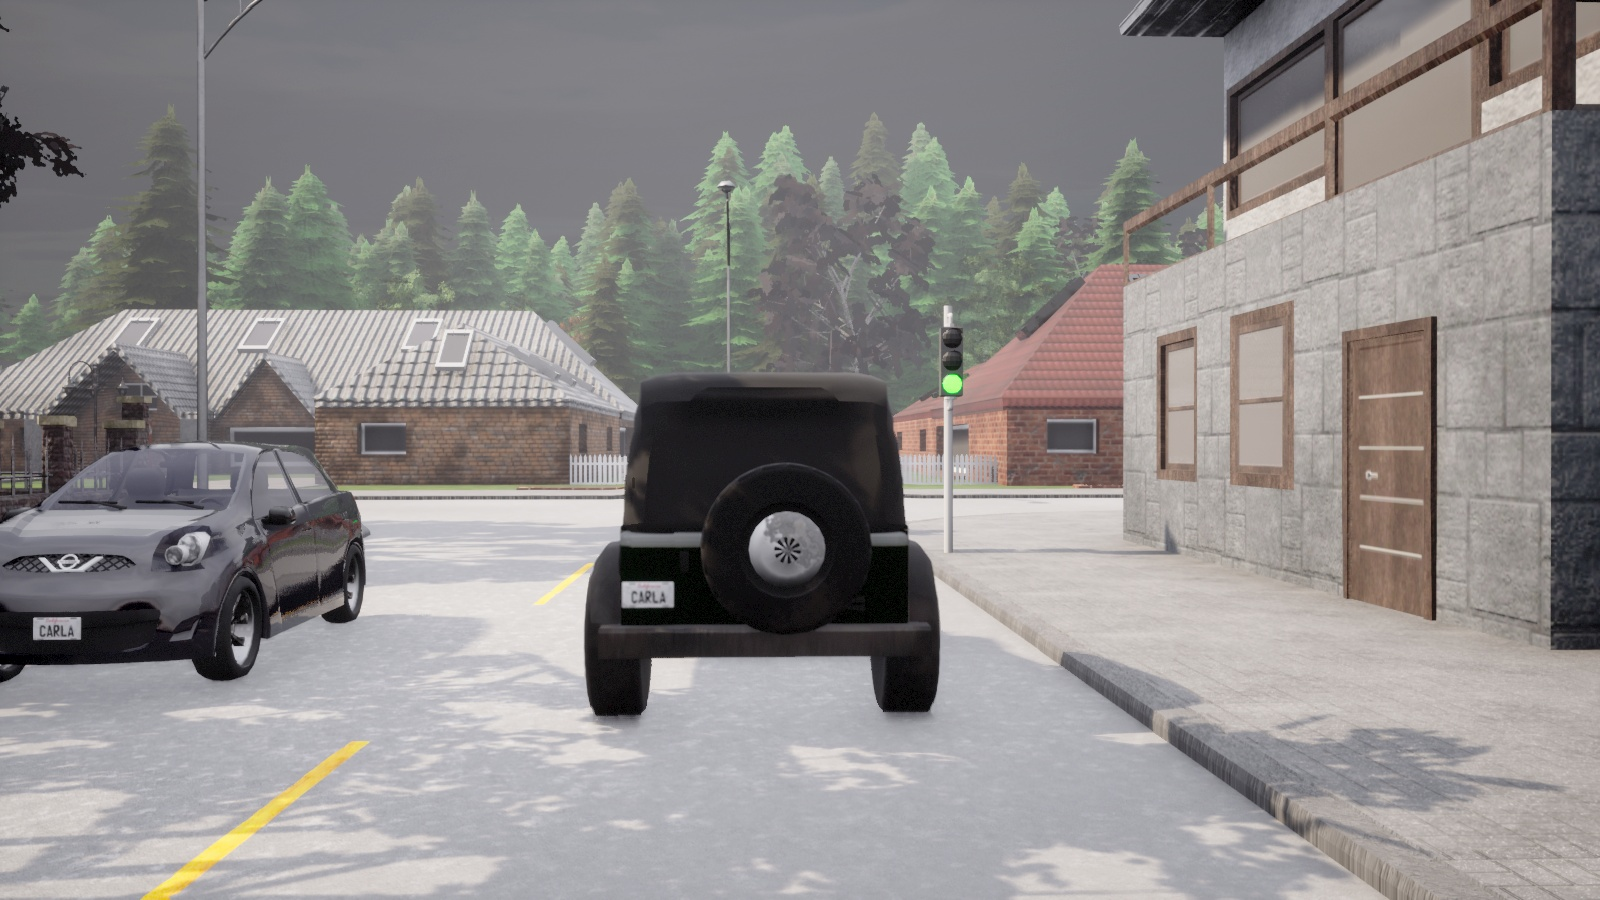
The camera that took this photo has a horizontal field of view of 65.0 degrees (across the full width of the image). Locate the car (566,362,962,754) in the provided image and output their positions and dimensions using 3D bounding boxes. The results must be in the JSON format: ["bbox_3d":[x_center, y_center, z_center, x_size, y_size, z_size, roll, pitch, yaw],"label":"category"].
[{"bbox_3d":[-0.257,0.498,7.983,1.905,1.878,3.866,0,1,-3],"label":"car"}]

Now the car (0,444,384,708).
[{"bbox_3d":[-4.375,0.706,8.967,1.845,1.501,3.633,0,0,-4],"label":"car"}]
